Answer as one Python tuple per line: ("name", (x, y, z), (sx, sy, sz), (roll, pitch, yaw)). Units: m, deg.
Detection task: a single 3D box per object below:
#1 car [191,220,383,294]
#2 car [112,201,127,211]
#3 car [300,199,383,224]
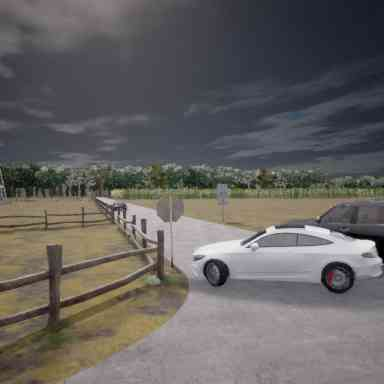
("car", (2.299, 1.612, 8.707), (4.674, 1.442, 1.812), (-2, 0, 16))
("car", (-10.823, 1.981, 49.471), (2.033, 1.411, 5.357), (-2, 0, -18))
("car", (5.103, 1.227, 9.809), (2.150, 2.045, 5.566), (-2, 0, -40))
